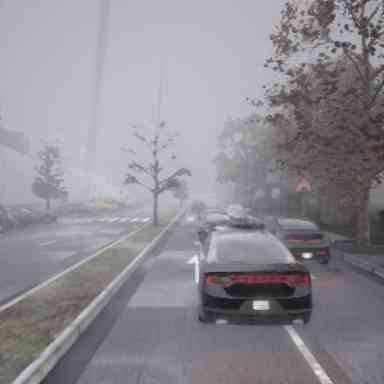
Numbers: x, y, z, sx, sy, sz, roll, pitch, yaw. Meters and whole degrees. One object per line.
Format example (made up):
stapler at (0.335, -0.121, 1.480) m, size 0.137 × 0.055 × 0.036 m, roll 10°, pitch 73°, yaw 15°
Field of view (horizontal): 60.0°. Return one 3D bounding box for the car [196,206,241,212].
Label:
car at (1.255, 1.682, 17.401) m, size 1.812 × 1.442 × 4.674 m, roll 0°, pitch 0°, yaw 1°

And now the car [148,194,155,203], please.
car at (-12.254, 1.973, 80.672) m, size 4.792 × 1.488 × 2.163 m, roll -1°, pitch 0°, yaw -19°

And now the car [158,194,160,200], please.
car at (-12.282, 1.890, 89.595) m, size 5.366 × 1.575 × 1.946 m, roll -1°, pitch 1°, yaw -19°

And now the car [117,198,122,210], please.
car at (-12.922, 2.057, 47.636) m, size 4.674 × 1.452 × 2.002 m, roll -1°, pitch -1°, yaw -19°

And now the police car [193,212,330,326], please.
police car at (1.068, 1.495, 7.511) m, size 1.930 × 1.638 × 5.238 m, roll 0°, pitch 0°, yaw 1°

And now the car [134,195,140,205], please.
car at (-12.717, 1.802, 59.636) m, size 5.566 × 2.045 × 2.435 m, roll -1°, pitch 0°, yaw -19°

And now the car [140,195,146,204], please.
car at (-12.545, 1.901, 68.647) m, size 4.553 × 1.767 × 2.185 m, roll -1°, pitch 0°, yaw -19°

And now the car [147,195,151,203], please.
car at (-12.389, 1.989, 74.657) m, size 5.008 × 1.535 × 2.097 m, roll -1°, pitch 1°, yaw -19°

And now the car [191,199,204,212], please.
car at (0.895, 1.892, 45.362) m, size 2.128 × 1.511 × 4.902 m, roll 0°, pitch 0°, yaw 2°

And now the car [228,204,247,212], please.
car at (3.670, 1.763, 28.870) m, size 1.812 × 1.442 × 4.674 m, roll 0°, pitch 0°, yaw 1°

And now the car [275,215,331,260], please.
car at (3.353, 1.596, 11.974) m, size 1.837 × 1.490 × 4.892 m, roll 0°, pitch -1°, yaw 1°

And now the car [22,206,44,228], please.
car at (-13.378, 1.860, 23.620) m, size 4.674 × 1.452 × 2.002 m, roll -1°, pitch 0°, yaw -19°

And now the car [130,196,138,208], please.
car at (-12.571, 2.044, 56.705) m, size 5.366 × 1.575 × 1.946 m, roll -1°, pitch 0°, yaw -19°

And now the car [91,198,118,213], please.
car at (-13.149, 1.997, 44.567) m, size 5.366 × 1.575 × 1.946 m, roll -1°, pitch 0°, yaw -19°

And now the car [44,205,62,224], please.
car at (-13.299, 1.875, 26.638) m, size 4.792 × 1.488 × 2.163 m, roll -1°, pitch -1°, yaw -19°

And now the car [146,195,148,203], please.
car at (-12.456, 2.050, 71.657) m, size 4.674 × 1.452 × 2.002 m, roll -1°, pitch 0°, yaw -19°

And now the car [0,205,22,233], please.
car at (-13.414, 1.669, 20.649) m, size 4.553 × 1.767 × 2.185 m, roll -1°, pitch 0°, yaw -19°

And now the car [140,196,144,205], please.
car at (-12.572, 2.083, 65.659) m, size 4.674 × 1.452 × 2.002 m, roll -1°, pitch 0°, yaw -19°

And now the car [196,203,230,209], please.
car at (1.355, 1.747, 23.396) m, size 1.812 × 1.442 × 4.674 m, roll -1°, pitch 0°, yaw 1°

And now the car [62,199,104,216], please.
car at (-13.066, 1.978, 38.641) m, size 4.792 × 1.488 × 2.163 m, roll -1°, pitch -1°, yaw -19°

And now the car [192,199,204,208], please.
car at (1.134, 1.997, 58.988) m, size 2.033 × 1.411 × 5.357 m, roll 0°, pitch 0°, yaw 1°

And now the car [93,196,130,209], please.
car at (-12.839, 1.784, 50.656) m, size 5.566 × 2.045 × 2.435 m, roll -1°, pitch -1°, yaw -19°

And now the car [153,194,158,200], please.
car at (-12.204, 1.673, 83.673) m, size 5.566 × 2.045 × 2.435 m, roll -1°, pitch 0°, yaw -19°
